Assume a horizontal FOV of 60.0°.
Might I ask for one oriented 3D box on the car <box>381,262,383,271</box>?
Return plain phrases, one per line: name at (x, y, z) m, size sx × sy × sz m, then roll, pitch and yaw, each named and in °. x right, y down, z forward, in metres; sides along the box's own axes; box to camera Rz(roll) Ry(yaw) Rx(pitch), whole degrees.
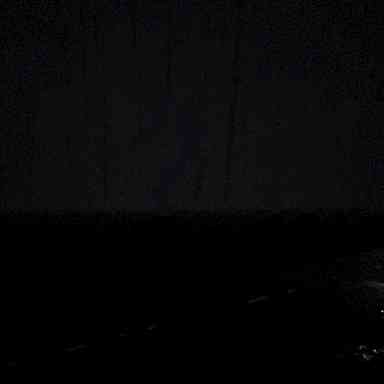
car at (7.577, 1.632, 9.642) m, size 5.357 × 1.411 × 2.033 m, roll 0°, pitch 0°, yaw -37°
